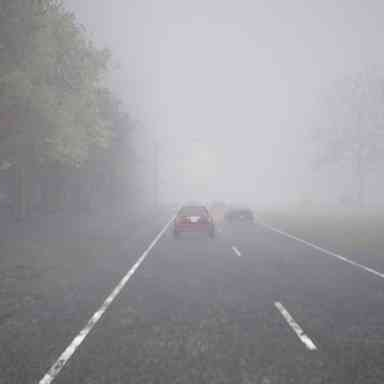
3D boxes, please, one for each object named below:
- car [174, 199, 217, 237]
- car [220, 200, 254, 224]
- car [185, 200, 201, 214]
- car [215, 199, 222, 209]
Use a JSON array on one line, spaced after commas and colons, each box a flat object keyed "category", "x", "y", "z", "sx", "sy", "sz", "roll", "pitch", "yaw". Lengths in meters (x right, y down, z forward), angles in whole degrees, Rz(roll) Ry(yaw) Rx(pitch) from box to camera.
[{"category": "car", "x": 0.102, "y": 1.461, "z": 18.922, "sx": 2.097, "sy": 1.767, "sz": 4.553, "roll": 0, "pitch": 0, "yaw": 0}, {"category": "car", "x": 3.544, "y": 1.626, "z": 25.907, "sx": 1.882, "sy": 1.535, "sz": 5.008, "roll": 0, "pitch": 0, "yaw": 1}, {"category": "car", "x": 0.104, "y": 1.732, "z": 39.877, "sx": 1.837, "sy": 1.490, "sz": 4.892, "roll": 0, "pitch": 0, "yaw": 0}, {"category": "car", "x": 3.593, "y": 1.748, "z": 45.504, "sx": 2.128, "sy": 1.511, "sz": 4.902, "roll": 0, "pitch": 0, "yaw": 0}]
